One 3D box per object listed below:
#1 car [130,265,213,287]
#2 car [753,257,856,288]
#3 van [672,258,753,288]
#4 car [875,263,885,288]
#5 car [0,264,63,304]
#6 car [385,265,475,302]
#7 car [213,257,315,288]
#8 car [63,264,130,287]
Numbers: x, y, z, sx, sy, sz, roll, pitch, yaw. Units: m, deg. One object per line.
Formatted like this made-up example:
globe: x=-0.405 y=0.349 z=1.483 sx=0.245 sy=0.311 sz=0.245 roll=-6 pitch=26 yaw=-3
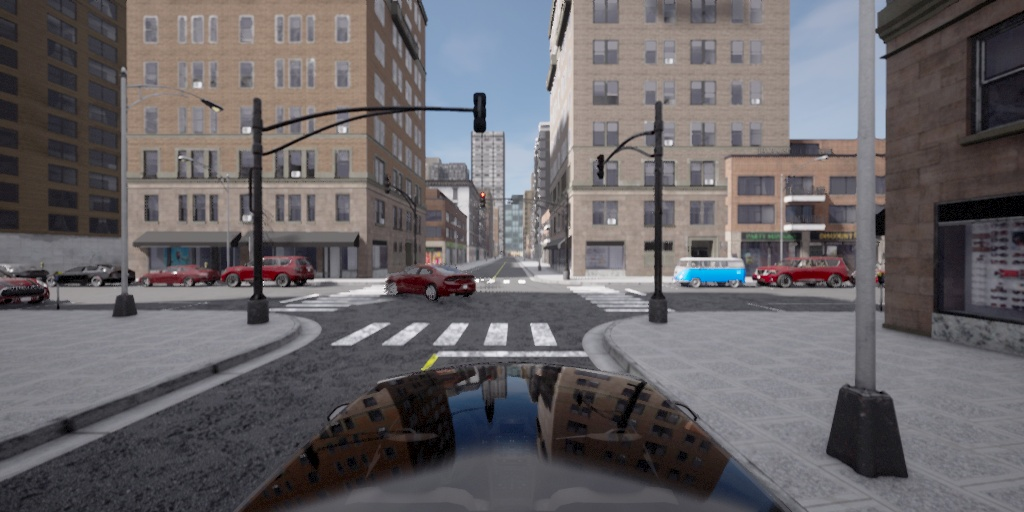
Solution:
car: x=-20.437 y=1.210 z=22.167 sx=4.207 sy=1.307 sz=1.802 roll=0 pitch=0 yaw=0
car: x=17.630 y=0.977 z=21.954 sx=5.009 sy=1.841 sz=2.192 roll=0 pitch=0 yaw=0
van: x=12.034 y=0.998 z=21.985 sx=3.998 sy=1.789 sz=1.690 roll=0 pitch=0 yaw=0
car: x=23.226 y=1.107 z=21.922 sx=4.097 sy=1.591 sz=1.967 roll=0 pitch=0 yaw=0
car: x=-20.459 y=1.114 z=13.641 sx=4.097 sy=1.591 sz=1.967 roll=0 pitch=0 yaw=0
car: x=-3.886 y=1.150 z=16.660 sx=5.008 sy=1.535 sz=1.882 roll=0 pitch=-2 yaw=40
car: x=-14.913 y=0.948 z=22.136 sx=5.009 sy=1.841 sz=2.192 roll=0 pitch=0 yaw=0
car: x=-25.960 y=1.188 z=22.198 sx=4.313 sy=1.339 sz=1.948 roll=0 pitch=0 yaw=0
